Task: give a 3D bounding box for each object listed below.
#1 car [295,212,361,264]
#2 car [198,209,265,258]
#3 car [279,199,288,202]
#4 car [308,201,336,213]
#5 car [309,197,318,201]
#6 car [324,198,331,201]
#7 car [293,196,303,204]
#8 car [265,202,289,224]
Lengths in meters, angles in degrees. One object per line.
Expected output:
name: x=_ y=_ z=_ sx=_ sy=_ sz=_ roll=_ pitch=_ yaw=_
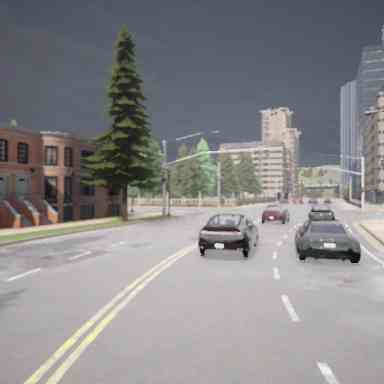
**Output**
car: x=4.974 y=1.698 z=12.556 sx=1.994 sy=1.385 sz=4.181 roll=0 pitch=-1 yaw=16
car: x=1.607 y=1.625 z=13.516 sx=2.128 sy=1.511 sz=4.902 roll=0 pitch=0 yaw=16
car: x=23.679 y=2.429 z=85.923 sx=1.994 sy=1.385 sz=4.181 roll=0 pitch=-1 yaw=22
car: x=10.126 y=1.768 z=26.040 sx=2.128 sy=1.511 sz=4.902 roll=0 pitch=0 yaw=22
car: x=30.663 y=2.389 z=84.509 sx=1.994 sy=1.385 sz=4.181 roll=0 pitch=-1 yaw=22
car: x=33.912 y=2.429 z=83.208 sx=1.895 sy=1.301 sz=4.718 roll=0 pitch=-1 yaw=22
car: x=26.908 y=2.099 z=84.574 sx=2.150 sy=2.045 sz=5.566 roll=0 pitch=-1 yaw=22
car: x=6.893 y=1.804 z=27.413 sx=1.812 sy=1.442 sz=4.674 roll=0 pitch=0 yaw=22
